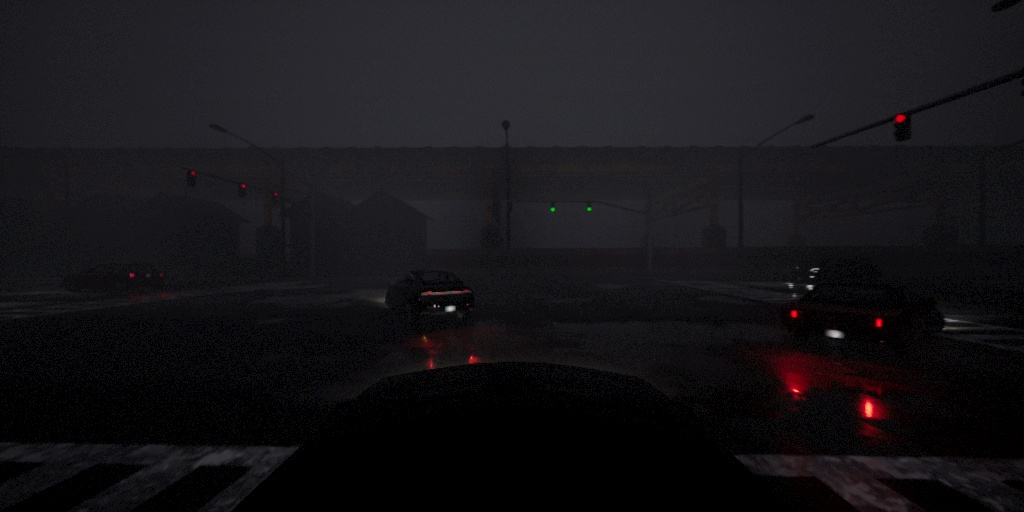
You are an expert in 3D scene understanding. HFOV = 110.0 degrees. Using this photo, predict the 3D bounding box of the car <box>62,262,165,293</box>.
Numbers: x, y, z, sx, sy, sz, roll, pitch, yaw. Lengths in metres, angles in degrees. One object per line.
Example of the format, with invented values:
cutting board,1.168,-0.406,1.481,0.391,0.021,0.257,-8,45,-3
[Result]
car,-23.390,1.170,21.113,4.553,1.767,2.097,0,0,4

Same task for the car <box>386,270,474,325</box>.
car,-2.862,1.219,11.881,2.128,1.511,4.902,0,0,-29

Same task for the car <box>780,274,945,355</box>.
car,8.366,1.272,8.498,4.718,1.301,1.895,-1,0,-34

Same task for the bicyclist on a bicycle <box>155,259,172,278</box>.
bicyclist on a bicycle,-30.020,1.122,30.755,0.582,1.620,1.656,0,1,2

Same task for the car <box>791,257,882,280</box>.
car,20.900,0.888,23.238,4.553,1.767,2.097,0,0,2
